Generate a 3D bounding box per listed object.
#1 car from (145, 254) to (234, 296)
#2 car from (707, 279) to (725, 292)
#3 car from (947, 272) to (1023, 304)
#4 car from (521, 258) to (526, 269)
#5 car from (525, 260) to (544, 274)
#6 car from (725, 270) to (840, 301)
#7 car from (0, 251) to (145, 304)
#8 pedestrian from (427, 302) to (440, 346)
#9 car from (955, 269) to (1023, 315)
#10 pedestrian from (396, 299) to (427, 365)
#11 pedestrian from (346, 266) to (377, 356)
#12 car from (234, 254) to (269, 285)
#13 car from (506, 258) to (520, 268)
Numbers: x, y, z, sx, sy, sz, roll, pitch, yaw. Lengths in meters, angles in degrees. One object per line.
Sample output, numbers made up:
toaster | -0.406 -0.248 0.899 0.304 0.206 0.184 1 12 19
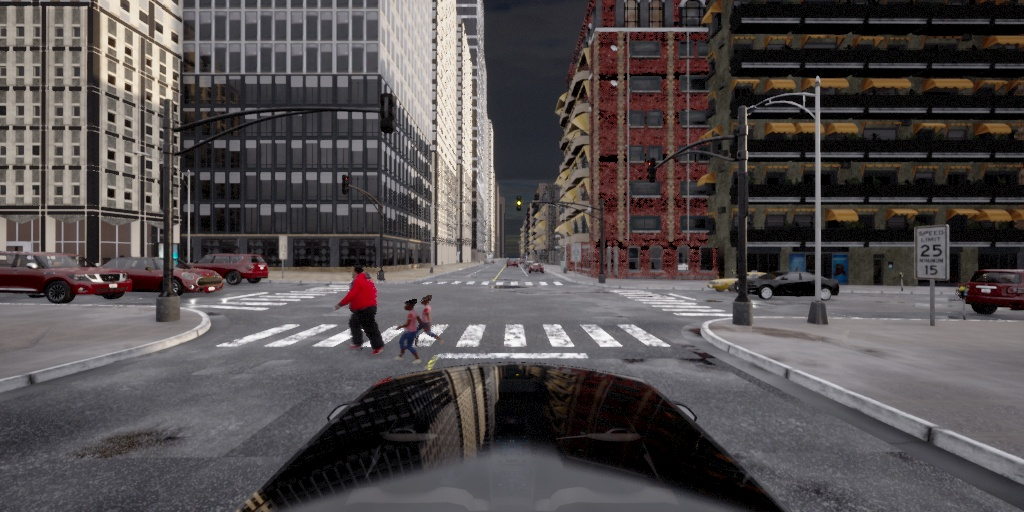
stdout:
car | -15.724 0.835 16.089 4.553 1.767 2.097 1 0 0
car | 14.657 1.587 22.103 4.829 1.417 1.751 0 0 0
car | 27.432 1.762 19.606 5.008 1.535 1.882 1 0 0
car | 2.760 1.317 54.733 2.007 1.370 4.403 0 0 0
car | 2.793 1.341 41.816 1.802 1.307 4.207 0 0 0
car | 14.819 1.532 19.517 5.008 1.535 1.882 1 0 0
car | -17.560 0.757 13.484 5.009 1.841 2.192 0 0 0
pedestrian | -1.870 1.044 7.945 0.375 1.860 0.375 0 0 0
car | 20.614 1.461 13.799 5.009 1.841 2.192 0 0 0
pedestrian | -1.856 1.044 6.633 0.375 1.860 0.375 0 0 0
pedestrian | -3.040 1.044 7.258 0.375 1.860 0.375 0 0 0
car | -17.684 0.776 21.863 5.009 1.841 2.192 0 0 0
car | 0.082 1.125 63.972 2.097 1.767 4.553 0 0 0
